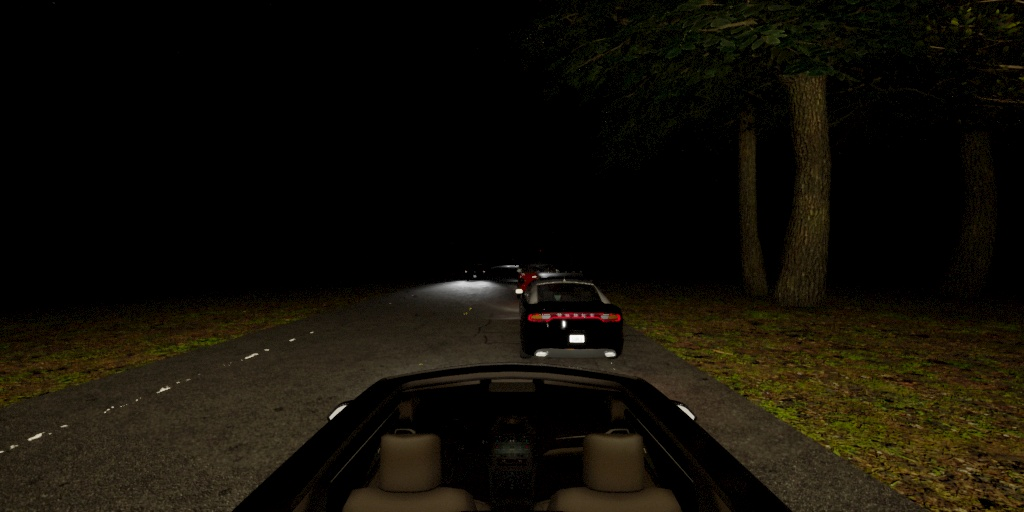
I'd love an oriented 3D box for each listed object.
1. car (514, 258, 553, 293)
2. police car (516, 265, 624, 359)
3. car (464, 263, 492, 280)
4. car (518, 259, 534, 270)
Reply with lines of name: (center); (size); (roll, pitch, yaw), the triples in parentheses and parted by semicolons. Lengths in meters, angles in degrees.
car: (1.329, 1.082, 18.370); (2.097, 1.767, 4.553); (0, 0, 2)
police car: (1.119, 1.169, 8.549); (1.930, 1.638, 5.238); (0, 0, 1)
car: (-2.851, 1.309, 30.745); (1.895, 1.301, 4.718); (0, 0, 3)
car: (2.017, 1.225, 50.941); (2.033, 1.411, 5.357); (0, 0, 4)
